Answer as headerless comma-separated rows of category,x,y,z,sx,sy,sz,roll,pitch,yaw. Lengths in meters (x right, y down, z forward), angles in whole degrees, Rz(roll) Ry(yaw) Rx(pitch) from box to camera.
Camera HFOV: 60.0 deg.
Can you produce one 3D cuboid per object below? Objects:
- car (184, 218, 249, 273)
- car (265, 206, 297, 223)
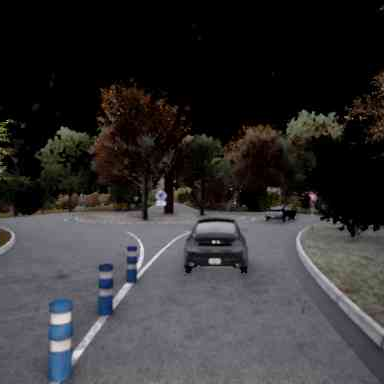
car,0.843,1.623,11.158,1.837,1.490,4.892,0,-1,6
car,8.563,2.059,31.691,2.128,1.511,4.902,-1,-2,34
